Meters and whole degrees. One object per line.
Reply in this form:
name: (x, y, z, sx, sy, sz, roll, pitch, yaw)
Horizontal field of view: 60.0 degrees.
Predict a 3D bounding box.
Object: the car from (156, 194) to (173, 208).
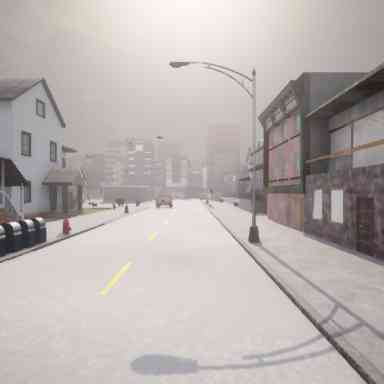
car: (-4.000, 1.250, 48.880, 2.150, 2.045, 5.566, 0, 0, 0)
